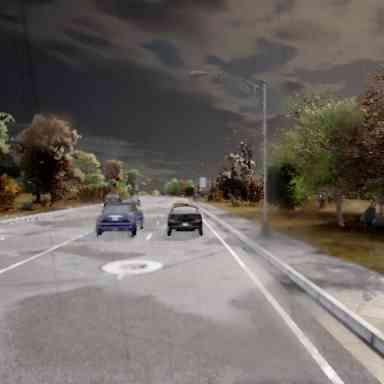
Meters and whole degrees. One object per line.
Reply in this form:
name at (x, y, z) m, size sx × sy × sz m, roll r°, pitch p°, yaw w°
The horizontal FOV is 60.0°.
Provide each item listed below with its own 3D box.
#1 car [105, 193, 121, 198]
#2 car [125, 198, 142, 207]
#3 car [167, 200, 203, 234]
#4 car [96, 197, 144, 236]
car at (-12.550, 1.239, 53.003) m, size 2.150 × 2.045 × 5.566 m, roll 0°, pitch 0°, yaw -2°
car at (-8.972, 1.579, 51.067) m, size 1.994 × 1.385 × 4.181 m, roll 0°, pitch 0°, yaw -2°
car at (-0.425, 1.480, 19.123) m, size 1.882 × 1.535 × 5.008 m, roll 0°, pitch 0°, yaw -2°
car at (-3.919, 1.359, 18.787) m, size 2.097 × 1.767 × 4.553 m, roll 0°, pitch 0°, yaw -2°
